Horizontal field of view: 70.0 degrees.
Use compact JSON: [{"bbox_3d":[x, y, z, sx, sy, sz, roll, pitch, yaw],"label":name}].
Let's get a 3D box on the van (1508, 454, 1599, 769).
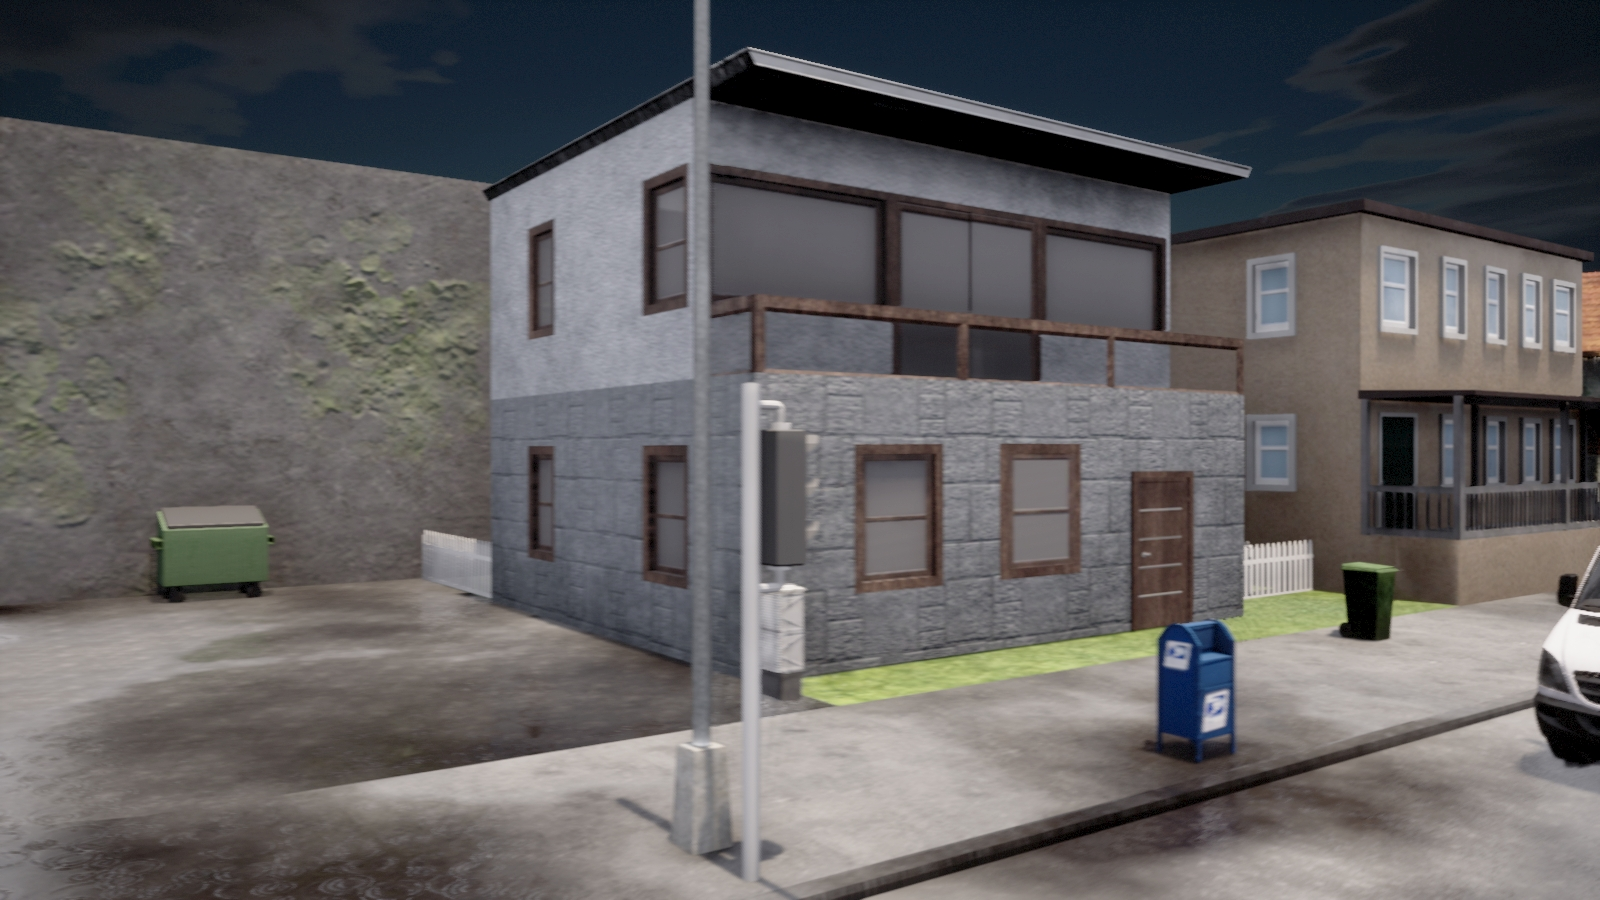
[{"bbox_3d":[9.106,1.314,10.759,5.915,2.561,1.988,0,0,-35],"label":"van"}]
